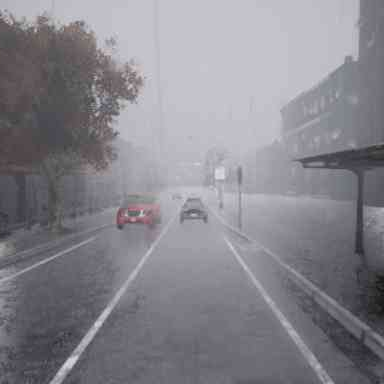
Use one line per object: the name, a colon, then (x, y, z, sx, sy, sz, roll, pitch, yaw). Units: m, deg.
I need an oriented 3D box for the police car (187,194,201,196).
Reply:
police car: (0.233, 1.033, 43.441, 1.930, 1.638, 5.238, 0, 1, 0)

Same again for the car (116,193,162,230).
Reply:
car: (-3.169, 1.126, 20.881, 2.150, 2.045, 5.566, 0, 0, 0)

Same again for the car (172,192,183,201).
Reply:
car: (-2.740, 0.834, 63.104, 1.837, 1.490, 4.892, 0, 1, 1)

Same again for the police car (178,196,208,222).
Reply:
police car: (0.142, 1.367, 24.974, 2.038, 1.542, 4.974, 0, 1, 0)
